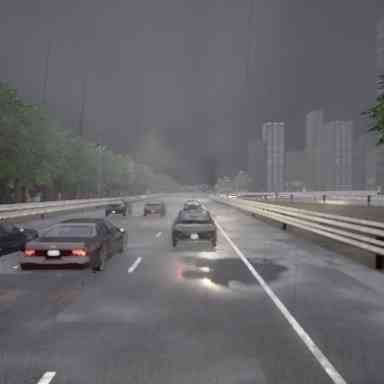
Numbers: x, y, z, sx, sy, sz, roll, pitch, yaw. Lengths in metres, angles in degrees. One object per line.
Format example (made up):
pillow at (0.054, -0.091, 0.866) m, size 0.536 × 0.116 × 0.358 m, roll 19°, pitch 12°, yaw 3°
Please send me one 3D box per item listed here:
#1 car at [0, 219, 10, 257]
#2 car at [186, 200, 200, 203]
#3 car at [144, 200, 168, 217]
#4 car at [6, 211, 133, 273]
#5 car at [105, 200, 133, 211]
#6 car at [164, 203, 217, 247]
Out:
car at (-6.904, 1.549, 10.654) m, size 2.033 × 1.411 × 5.357 m, roll 0°, pitch 0°, yaw 0°
car at (0.087, 1.532, 32.724) m, size 1.812 × 1.442 × 4.674 m, roll 0°, pitch 0°, yaw 0°
car at (-3.413, 1.497, 31.631) m, size 2.128 × 1.511 × 4.902 m, roll 0°, pitch 0°, yaw 0°
car at (-3.404, 1.549, 10.690) m, size 2.033 × 1.411 × 5.357 m, roll 0°, pitch 0°, yaw 0°
car at (-6.912, 1.510, 31.778) m, size 1.837 × 1.490 × 4.892 m, roll 0°, pitch 0°, yaw 0°
car at (0.095, 1.495, 15.145) m, size 2.128 × 1.511 × 4.902 m, roll 0°, pitch 0°, yaw 0°
